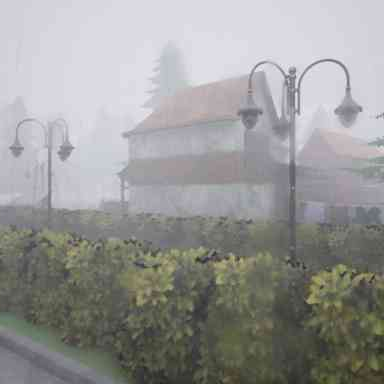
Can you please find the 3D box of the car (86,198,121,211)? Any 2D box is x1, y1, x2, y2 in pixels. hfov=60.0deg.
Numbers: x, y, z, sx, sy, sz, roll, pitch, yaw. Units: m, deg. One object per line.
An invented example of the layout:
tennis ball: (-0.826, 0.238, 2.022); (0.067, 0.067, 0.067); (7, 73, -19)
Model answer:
car: (-10.111, 1.537, 39.046); (2.097, 1.767, 4.553); (0, 0, 37)

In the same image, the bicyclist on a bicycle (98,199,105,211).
bicyclist on a bicycle: (-7.837, 1.480, 29.517); (1.656, 1.620, 0.582); (0, 0, 36)

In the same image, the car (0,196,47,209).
car: (-16.072, 1.407, 30.849); (2.150, 2.045, 5.566); (0, 0, 36)
